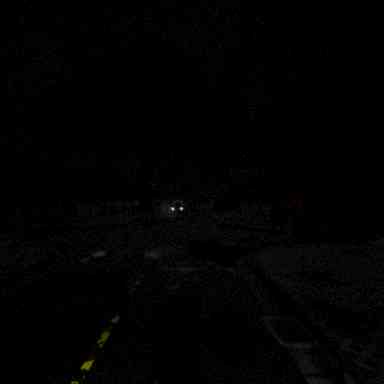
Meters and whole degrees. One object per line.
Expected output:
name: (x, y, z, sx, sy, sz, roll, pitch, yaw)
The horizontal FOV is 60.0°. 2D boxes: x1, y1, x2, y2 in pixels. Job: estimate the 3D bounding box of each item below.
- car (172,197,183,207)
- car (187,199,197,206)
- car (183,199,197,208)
car: (-2.787, 2.053, 65.798, 2.150, 2.045, 5.566, 0, -1, 0)
car: (-0.040, 2.265, 70.830, 2.128, 1.511, 4.902, 0, -1, 0)
car: (-0.033, 2.172, 60.409, 2.128, 1.511, 4.902, 0, -1, 0)
